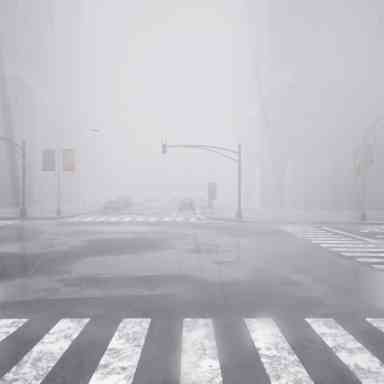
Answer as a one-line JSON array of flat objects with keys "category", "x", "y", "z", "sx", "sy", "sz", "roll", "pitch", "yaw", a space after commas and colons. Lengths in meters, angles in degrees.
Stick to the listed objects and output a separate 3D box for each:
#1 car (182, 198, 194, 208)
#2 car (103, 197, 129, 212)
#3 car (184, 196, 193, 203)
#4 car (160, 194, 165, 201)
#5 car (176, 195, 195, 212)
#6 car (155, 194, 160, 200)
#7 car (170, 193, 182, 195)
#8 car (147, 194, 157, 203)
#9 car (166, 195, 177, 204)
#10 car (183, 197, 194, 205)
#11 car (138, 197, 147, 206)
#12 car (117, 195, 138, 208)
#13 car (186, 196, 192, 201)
[{"category": "car", "x": -0.615, "y": 1.614, "z": 49.900, "sx": 1.802, "sy": 1.307, "sz": 4.206, "roll": 0, "pitch": 0, "yaw": 0}, {"category": "car", "x": -9.083, "y": 1.574, "z": 39.009, "sx": 1.947, "sy": 1.339, "sz": 4.313, "roll": 0, "pitch": 0, "yaw": 0}, {"category": "car", "x": -0.728, "y": 1.612, "z": 71.770, "sx": 1.752, "sy": 1.417, "sz": 4.829, "roll": 0, "pitch": 0, "yaw": 0}, {"category": "car", "x": -9.365, "y": 1.696, "z": 93.268, "sx": 1.887, "sy": 1.381, "sz": 4.507, "roll": 0, "pitch": 0, "yaw": 0}, {"category": "car", "x": -0.559, "y": 1.448, "z": 39.051, "sx": 1.967, "sy": 1.590, "sz": 4.097, "roll": 0, "pitch": 0, "yaw": 0}, {"category": "car", "x": -9.281, "y": 1.417, "z": 76.992, "sx": 2.192, "sy": 1.841, "sz": 5.009, "roll": 0, "pitch": 0, "yaw": 0}, {"category": "car", "x": -3.507, "y": 1.559, "z": 75.629, "sx": 1.837, "sy": 1.490, "sz": 4.892, "roll": 0, "pitch": 0, "yaw": 0}, {"category": "car", "x": -9.252, "y": 1.669, "z": 71.565, "sx": 1.802, "sy": 1.307, "sz": 4.206, "roll": 0, "pitch": 0, "yaw": 0}, {"category": "car", "x": -3.456, "y": 1.672, "z": 65.662, "sx": 1.895, "sy": 1.301, "sz": 4.718, "roll": 0, "pitch": 0, "yaw": 0}, {"category": "car", "x": -0.671, "y": 1.603, "z": 60.750, "sx": 1.887, "sy": 1.381, "sz": 4.507, "roll": 0, "pitch": 0, "yaw": 0}, {"category": "car", "x": -9.167, "y": 1.570, "z": 55.117, "sx": 1.752, "sy": 1.417, "sz": 4.829, "roll": 0, "pitch": 0, "yaw": 0}, {"category": "car", "x": -9.112, "y": 1.335, "z": 44.436, "sx": 2.192, "sy": 1.841, "sz": 5.009, "roll": 0, "pitch": 0, "yaw": 0}, {"category": "car", "x": -0.841, "y": 1.696, "z": 93.300, "sx": 1.887, "sy": 1.381, "sz": 4.507, "roll": 0, "pitch": 0, "yaw": 0}]
